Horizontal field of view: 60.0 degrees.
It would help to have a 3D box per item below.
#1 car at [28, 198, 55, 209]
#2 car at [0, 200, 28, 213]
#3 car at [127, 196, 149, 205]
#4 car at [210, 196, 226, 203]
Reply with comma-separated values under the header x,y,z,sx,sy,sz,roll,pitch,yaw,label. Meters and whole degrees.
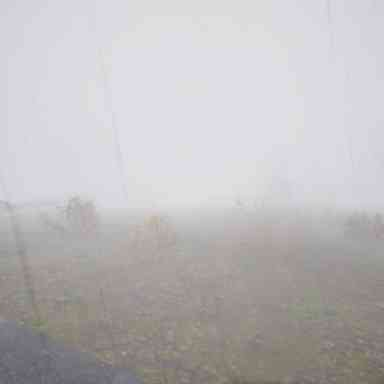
x,y,z,sx,sy,sz,roll,pitch,yaw,label
-21.602,1.572,46.580,1.882,1.535,5.008,0,1,34,car
-20.636,1.549,35.428,1.837,1.490,4.892,0,0,34,car
-10.218,1.634,63.566,1.837,1.490,4.892,0,2,34,car
5.708,1.692,76.418,2.128,1.511,4.902,0,0,27,car
